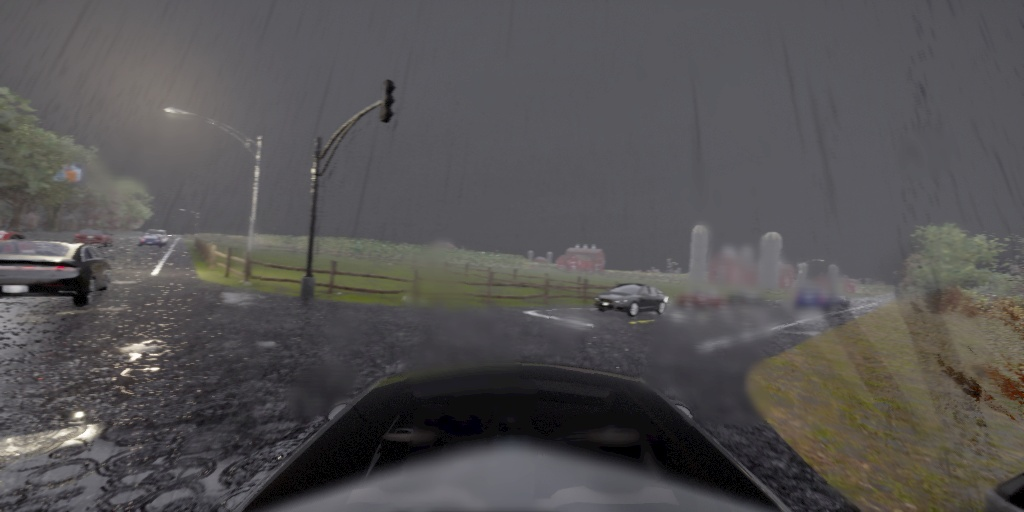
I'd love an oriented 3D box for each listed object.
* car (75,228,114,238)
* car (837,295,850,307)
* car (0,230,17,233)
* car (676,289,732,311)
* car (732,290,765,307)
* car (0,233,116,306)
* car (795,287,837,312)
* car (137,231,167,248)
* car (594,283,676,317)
[{"bbox_3d":[-38.825,-1.781,33.407,2.097,1.767,4.553,5,-1,-43],"label":"car"},{"bbox_3d":[41.098,5.603,45.163,4.674,1.442,1.812,6,-2,-42],"label":"car"},{"bbox_3d":[-22.319,-0.415,15.418,1.812,1.442,4.674,5,-1,-43],"label":"car"},{"bbox_3d":[12.937,2.931,24.355,4.718,1.301,1.895,6,-2,-42],"label":"car"},{"bbox_3d":[20.188,3.673,30.993,4.718,1.301,1.895,6,-2,-42],"label":"car"},{"bbox_3d":[-11.852,0.346,9.187,2.128,1.511,4.902,5,0,-43],"label":"car"},{"bbox_3d":[27.641,3.919,32.802,5.566,2.045,2.150,5,-2,-42],"label":"car"},{"bbox_3d":[-41.184,-1.739,40.976,1.812,1.442,4.674,5,-1,-43],"label":"car"},{"bbox_3d":[6.090,2.133,18.077,4.892,1.490,1.837,6,-2,-42],"label":"car"}]
